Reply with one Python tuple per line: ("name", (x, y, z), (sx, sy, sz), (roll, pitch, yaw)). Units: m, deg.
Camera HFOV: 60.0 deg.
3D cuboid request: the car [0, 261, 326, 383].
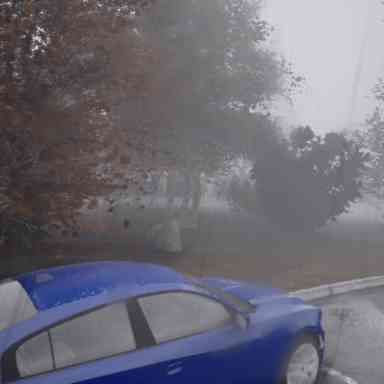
("car", (-0.633, 1.486, 3.378), (5.008, 1.535, 2.097), (1, 0, -36))
